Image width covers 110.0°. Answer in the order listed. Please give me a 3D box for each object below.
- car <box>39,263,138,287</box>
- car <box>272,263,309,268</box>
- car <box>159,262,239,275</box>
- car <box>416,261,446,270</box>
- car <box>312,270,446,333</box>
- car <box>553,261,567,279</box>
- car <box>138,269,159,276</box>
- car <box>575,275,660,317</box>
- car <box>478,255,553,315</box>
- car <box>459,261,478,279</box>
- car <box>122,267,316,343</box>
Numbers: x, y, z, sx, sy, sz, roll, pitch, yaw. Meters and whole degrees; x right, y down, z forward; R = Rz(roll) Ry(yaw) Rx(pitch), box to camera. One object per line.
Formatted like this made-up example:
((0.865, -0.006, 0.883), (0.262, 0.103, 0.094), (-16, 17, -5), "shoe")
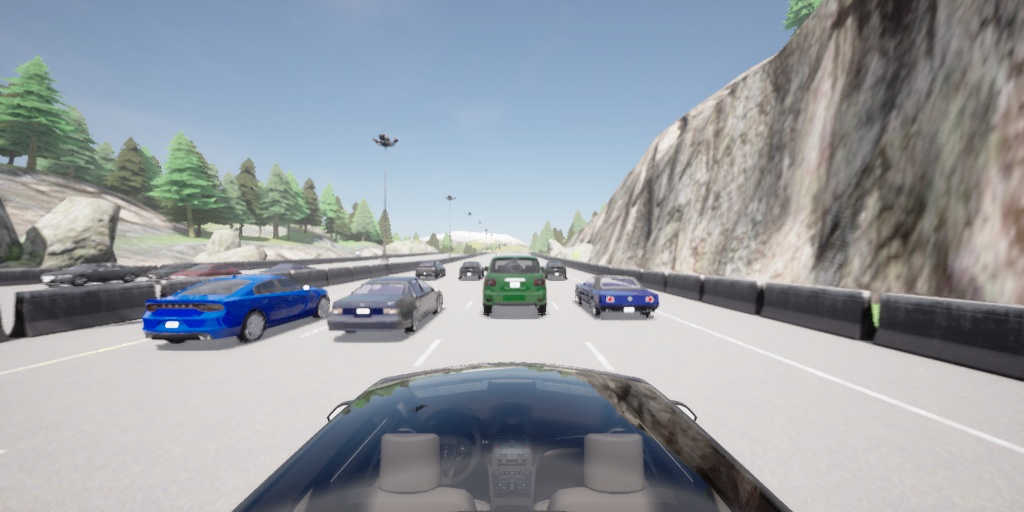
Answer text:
((-28.082, 1.232, 24.112), (2.128, 1.511, 4.902), (0, 0, 0), "car")
((-17.553, 1.257, 28.240), (2.033, 1.411, 5.357), (0, 0, 1), "car")
((-21.076, 1.256, 24.860), (1.812, 1.442, 4.674), (0, 0, 0), "car")
((-6.920, 1.176, 30.904), (2.128, 1.511, 4.902), (0, 0, 0), "car")
((-3.405, 1.311, 10.705), (2.033, 1.411, 5.357), (0, 0, 0), "car")
((3.579, 1.184, 31.045), (1.837, 1.490, 4.892), (0, 1, 0), "car")
((-24.563, 1.226, 27.022), (1.837, 1.490, 4.892), (0, 0, 0), "car")
((3.593, 1.360, 13.210), (1.895, 1.301, 4.718), (0, 0, 0), "car")
((0.093, 0.982, 13.805), (2.150, 2.045, 5.566), (0, 0, 0), "car")
((-3.421, 1.187, 31.031), (1.837, 1.490, 4.892), (0, 1, 0), "car")
((-6.904, 1.243, 9.758), (1.882, 1.535, 5.008), (0, 0, 0), "car")
